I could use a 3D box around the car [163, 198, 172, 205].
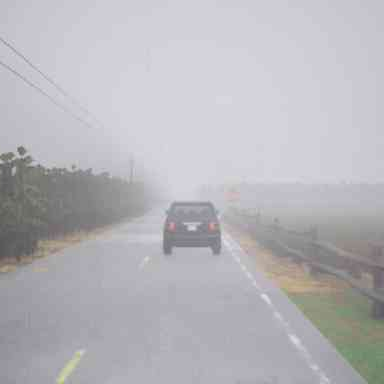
[{"bbox_3d":[-5.750,2.194,78.201,1.882,1.535,5.008,0,-1,-1],"label":"car"}]

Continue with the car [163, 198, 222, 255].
[{"bbox_3d":[0.006,1.346,14.009,2.150,2.045,5.566,0,0,0],"label":"car"}]

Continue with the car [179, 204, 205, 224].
[{"bbox_3d":[0.025,1.814,28.977,2.033,1.411,5.357,0,0,1],"label":"car"}]
